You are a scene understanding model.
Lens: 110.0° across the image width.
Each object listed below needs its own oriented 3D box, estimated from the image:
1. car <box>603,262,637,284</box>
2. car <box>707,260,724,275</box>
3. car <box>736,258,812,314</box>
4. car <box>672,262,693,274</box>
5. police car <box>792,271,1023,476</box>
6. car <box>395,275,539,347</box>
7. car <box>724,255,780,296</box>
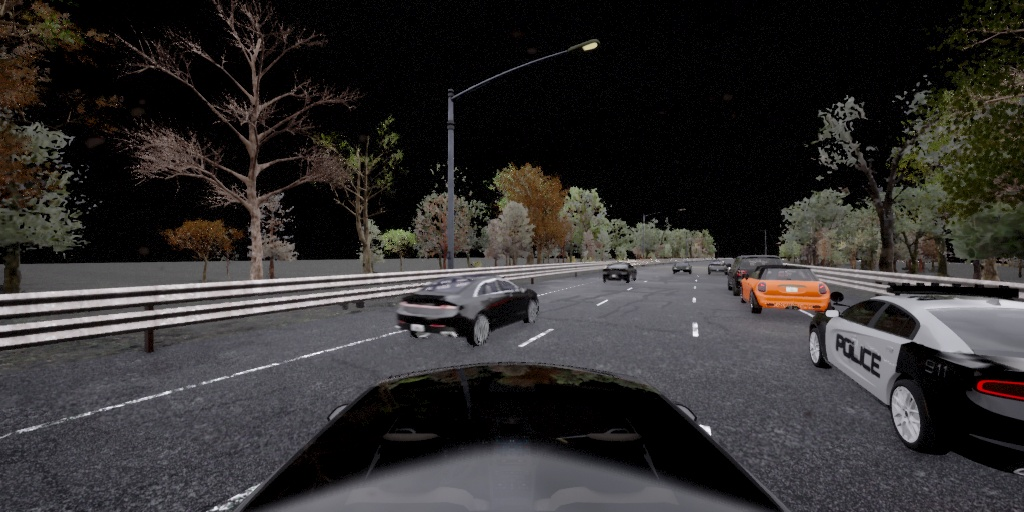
[{"bbox_3d":[8.407,1.234,27.688,1.882,1.535,5.008,0,0,28],"label":"car"},{"bbox_3d":[22.535,1.262,39.295,2.128,1.511,4.902,0,0,30],"label":"car"},{"bbox_3d":[9.961,1.102,13.425,2.097,1.767,4.553,0,0,27],"label":"car"},{"bbox_3d":[19.425,1.370,40.781,1.895,1.301,4.718,0,0,29],"label":"car"},{"bbox_3d":[5.618,1.175,4.712,1.930,1.638,5.238,0,0,26],"label":"police car"},{"bbox_3d":[-0.860,1.243,9.507,2.128,1.511,4.902,0,0,26],"label":"car"},{"bbox_3d":[12.686,0.978,18.753,2.150,2.045,5.566,0,0,27],"label":"car"}]
